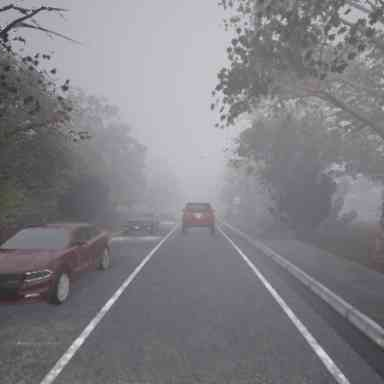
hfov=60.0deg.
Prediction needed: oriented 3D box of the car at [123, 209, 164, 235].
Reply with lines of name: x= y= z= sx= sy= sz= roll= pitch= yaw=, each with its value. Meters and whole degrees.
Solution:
car: x=-3.242 y=1.983 z=22.225 sx=1.837 sy=1.490 sz=4.892 roll=0 pitch=-3 yaw=1

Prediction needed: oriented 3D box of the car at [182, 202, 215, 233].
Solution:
car: x=0.452 y=1.764 z=23.568 sx=2.150 sy=2.045 sz=5.566 roll=0 pitch=-2 yaw=1

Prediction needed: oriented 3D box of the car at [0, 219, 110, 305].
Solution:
car: x=-3.478 y=1.507 z=8.328 sx=1.882 sy=1.535 sz=5.008 roll=0 pitch=-1 yaw=1

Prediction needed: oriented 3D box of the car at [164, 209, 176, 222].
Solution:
car: x=-2.918 y=2.700 z=38.425 sx=1.994 sy=1.385 sz=4.181 roll=0 pitch=-2 yaw=1

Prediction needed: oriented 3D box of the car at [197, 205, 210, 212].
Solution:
car: x=2.742 y=3.945 z=80.393 sx=1.882 sy=1.535 sz=5.008 roll=1 pitch=-2 yaw=16

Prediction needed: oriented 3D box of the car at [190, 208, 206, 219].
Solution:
car: x=0.971 y=3.004 z=47.341 sx=2.128 sy=1.511 sz=4.902 roll=0 pitch=-2 yaw=3
